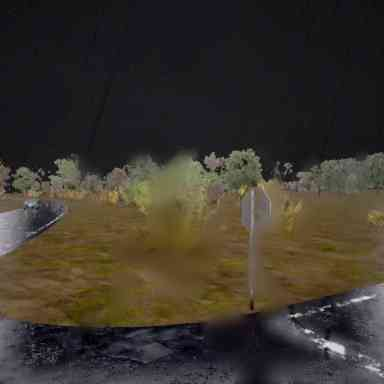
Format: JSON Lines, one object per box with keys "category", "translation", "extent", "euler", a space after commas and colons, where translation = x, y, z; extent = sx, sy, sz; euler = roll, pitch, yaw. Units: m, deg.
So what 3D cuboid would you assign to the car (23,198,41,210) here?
{"category": "car", "translation": [-22.379, 1.630, 46.691], "extent": [2.128, 1.511, 4.902], "euler": [0, 0, -19]}
